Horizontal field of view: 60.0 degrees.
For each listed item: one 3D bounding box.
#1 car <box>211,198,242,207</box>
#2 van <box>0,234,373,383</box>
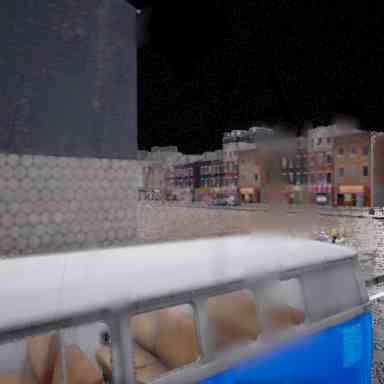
[{"bbox_3d":[5.081,1.609,50.274,2.033,1.411,5.357,-1,0,-35],"label":"car"},{"bbox_3d":[-0.195,1.340,2.680,3.998,1.788,1.690,0,0,-35],"label":"van"}]
